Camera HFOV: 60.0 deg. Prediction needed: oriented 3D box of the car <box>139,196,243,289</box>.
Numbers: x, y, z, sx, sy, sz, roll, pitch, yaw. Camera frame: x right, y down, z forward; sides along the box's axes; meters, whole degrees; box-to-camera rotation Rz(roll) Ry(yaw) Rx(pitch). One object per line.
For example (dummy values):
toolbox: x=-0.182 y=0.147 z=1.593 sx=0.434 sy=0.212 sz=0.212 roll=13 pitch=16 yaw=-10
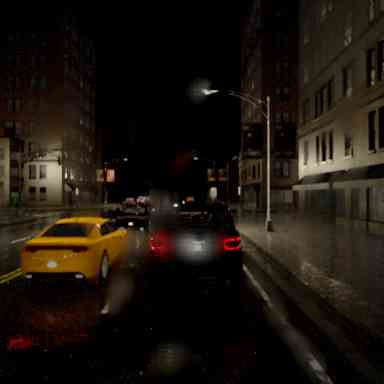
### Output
car: x=0.058 y=1.248 z=9.404 sx=2.150 sy=2.045 sz=5.566 roll=0 pitch=0 yaw=0

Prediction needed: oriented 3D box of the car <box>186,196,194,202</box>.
car: x=-0.393 y=1.681 z=81.276 sx=1.882 sy=1.535 sz=5.008 roll=0 pitch=0 yaw=0

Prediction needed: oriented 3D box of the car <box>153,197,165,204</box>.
car: x=-6.836 y=1.718 z=69.510 sx=2.033 sy=1.411 sz=5.357 roll=0 pitch=0 yaw=0

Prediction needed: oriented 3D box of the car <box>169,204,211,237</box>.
car: x=-0.090 y=1.544 z=19.318 sx=2.128 sy=1.511 sz=4.902 roll=0 pitch=0 yaw=0

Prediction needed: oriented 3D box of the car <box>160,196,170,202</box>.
car: x=-6.912 y=1.680 z=85.026 sx=2.033 sy=1.411 sz=5.357 roll=0 pitch=0 yaw=0

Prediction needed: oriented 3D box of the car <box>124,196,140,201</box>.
car: x=-10.098 y=1.707 z=54.456 sx=1.994 sy=1.385 sz=4.181 roll=0 pitch=0 yaw=0

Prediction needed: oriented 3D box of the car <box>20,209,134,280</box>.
car: x=-3.196 y=1.506 z=10.034 sx=1.882 sy=1.535 sz=5.008 roll=0 pitch=0 yaw=0

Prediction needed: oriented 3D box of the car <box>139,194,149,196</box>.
car: x=-10.086 y=1.404 z=69.546 sx=2.150 sy=2.045 sz=5.566 roll=0 pitch=0 yaw=0

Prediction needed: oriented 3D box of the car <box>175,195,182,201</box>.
car: x=-3.695 y=1.600 z=91.680 sx=1.837 sy=1.490 sz=4.892 roll=0 pitch=0 yaw=0

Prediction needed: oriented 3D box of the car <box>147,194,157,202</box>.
car: x=-10.162 y=1.496 z=85.041 sx=2.097 sy=1.767 sz=4.553 roll=0 pitch=0 yaw=0

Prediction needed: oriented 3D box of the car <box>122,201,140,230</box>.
car: x=-3.244 y=1.532 z=20.028 sx=1.882 sy=1.535 sz=5.008 roll=0 pitch=0 yaw=0

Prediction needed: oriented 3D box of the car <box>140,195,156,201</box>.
car: x=-6.849 y=1.707 z=54.532 sx=1.994 sy=1.385 sz=4.181 roll=0 pitch=0 yaw=0
